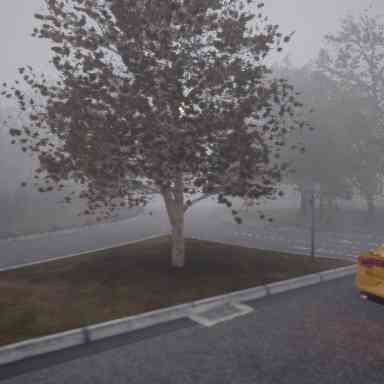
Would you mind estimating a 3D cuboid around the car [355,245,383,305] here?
[{"bbox_3d":[5.488,1.501,6.740,5.008,1.535,1.882,1,0,-30],"label":"car"}]
